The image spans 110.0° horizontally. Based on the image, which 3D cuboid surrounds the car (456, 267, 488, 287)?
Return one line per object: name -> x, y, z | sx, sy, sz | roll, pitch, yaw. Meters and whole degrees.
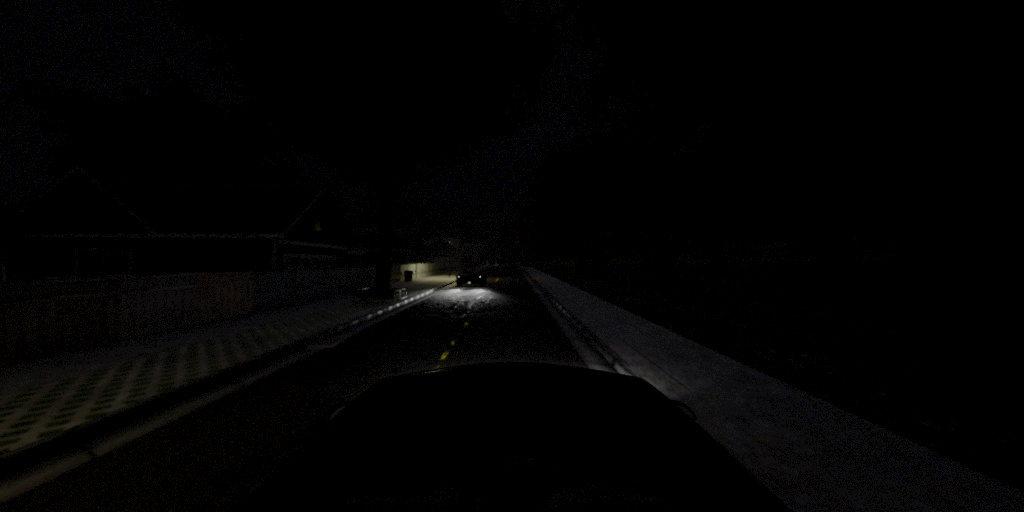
car -> -2.853, 1.499, 26.210 | 1.895, 1.301, 4.718 | 0, 0, 0
